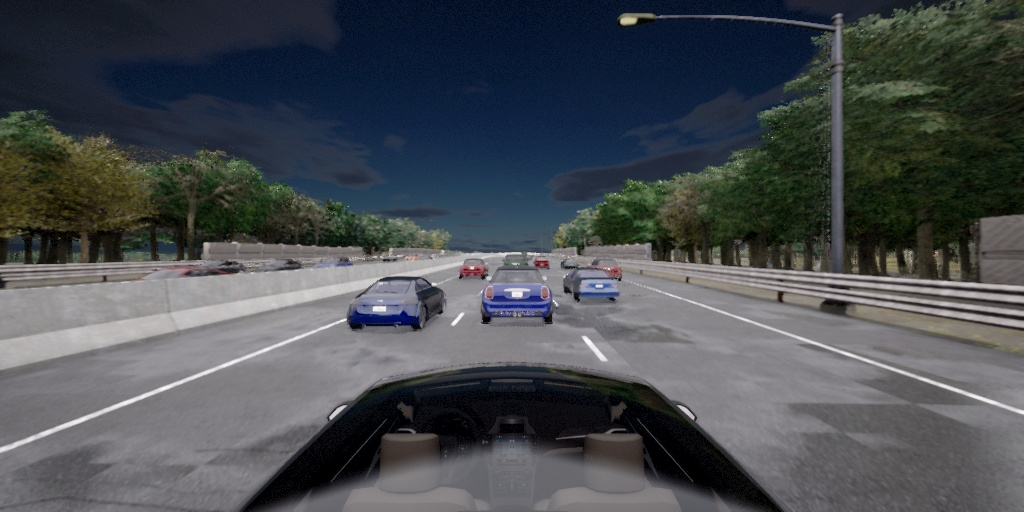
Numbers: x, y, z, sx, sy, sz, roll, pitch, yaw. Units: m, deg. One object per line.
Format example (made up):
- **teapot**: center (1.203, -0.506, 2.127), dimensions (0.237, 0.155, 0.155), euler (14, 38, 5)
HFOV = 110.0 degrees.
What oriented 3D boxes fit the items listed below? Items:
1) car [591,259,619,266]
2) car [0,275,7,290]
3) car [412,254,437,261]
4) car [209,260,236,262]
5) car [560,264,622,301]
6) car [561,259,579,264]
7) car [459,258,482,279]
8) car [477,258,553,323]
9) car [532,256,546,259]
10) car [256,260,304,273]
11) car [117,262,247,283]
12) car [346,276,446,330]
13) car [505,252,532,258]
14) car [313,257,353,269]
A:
- **car**: center (7.108, 1.000, 28.191), dimensions (2.097, 1.767, 4.553), euler (0, 0, 2)
- **car**: center (-23.809, 1.236, 14.150), dimensions (1.837, 1.490, 4.892), euler (0, 0, -3)
- **car**: center (-13.656, 0.808, 56.394), dimensions (1.837, 1.490, 4.892), euler (0, 1, 1)
- **car**: center (-24.320, 1.139, 29.642), dimensions (1.837, 1.490, 4.892), euler (0, 1, 0)
- **car**: center (3.592, 1.270, 17.133), dimensions (2.033, 1.411, 5.357), euler (0, 0, 0)
- **car**: center (7.400, 1.008, 46.126), dimensions (1.994, 1.385, 4.181), euler (0, 1, 1)
- **car**: center (-3.200, 0.975, 30.854), dimensions (2.097, 1.767, 4.553), euler (0, 0, 0)
- **car**: center (0.159, 1.090, 12.190), dimensions (2.097, 1.767, 4.553), euler (0, 0, 0)
- **car**: center (3.835, 0.899, 47.839), dimensions (1.882, 1.535, 5.008), euler (0, 1, 0)
- **car**: center (-20.883, 1.112, 32.489), dimensions (1.837, 1.490, 4.892), euler (0, 1, 1)
- **car**: center (-14.025, 1.205, 15.078), dimensions (1.882, 1.535, 5.008), euler (0, 0, 0)
- **car**: center (-3.348, 1.305, 11.104), dimensions (1.994, 1.385, 4.181), euler (0, 0, 0)
- **car**: center (0.304, 0.841, 31.376), dimensions (2.150, 2.045, 5.566), euler (0, 1, 0)
- **car**: center (-17.359, 0.934, 34.904), dimensions (2.097, 1.767, 4.553), euler (0, 1, 1)
